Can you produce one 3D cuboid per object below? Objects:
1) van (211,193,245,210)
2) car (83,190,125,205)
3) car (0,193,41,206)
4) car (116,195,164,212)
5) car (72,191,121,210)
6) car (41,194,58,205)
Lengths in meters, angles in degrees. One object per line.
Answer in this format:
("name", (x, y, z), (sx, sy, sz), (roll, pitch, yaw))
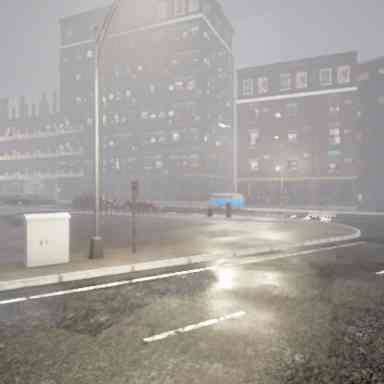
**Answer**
("van", (3.923, 1.057, 36.993), (3.998, 1.788, 1.690), (1, -1, 24))
("car", (-11.543, 0.724, 43.793), (5.009, 1.841, 2.192), (1, -1, 24))
("car", (-20.175, 0.865, 38.429), (4.507, 1.381, 1.887), (1, -1, 24))
("car", (-4.704, 1.213, 31.627), (4.206, 1.307, 1.802), (1, -1, 24))
("car", (-9.853, 0.843, 33.896), (5.009, 1.841, 2.192), (1, -1, 24))
("car", (-19.056, 0.864, 40.774), (5.357, 1.411, 2.033), (1, 1, 24))
